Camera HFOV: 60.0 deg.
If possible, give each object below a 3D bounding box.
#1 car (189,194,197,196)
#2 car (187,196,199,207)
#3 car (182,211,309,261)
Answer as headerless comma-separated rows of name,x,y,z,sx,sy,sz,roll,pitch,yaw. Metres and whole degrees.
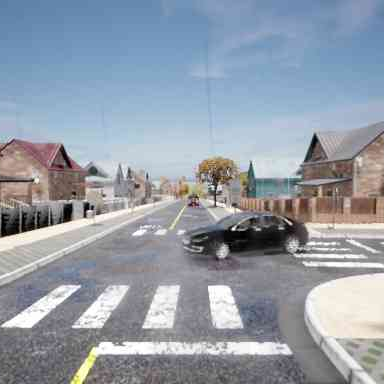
car,0.255,1.513,66.417,2.150,2.045,5.566,0,-1,0
car,0.217,1.814,56.394,1.895,1.301,4.718,0,0,0
car,2.020,1.516,12.396,4.892,1.490,1.837,0,1,-21
